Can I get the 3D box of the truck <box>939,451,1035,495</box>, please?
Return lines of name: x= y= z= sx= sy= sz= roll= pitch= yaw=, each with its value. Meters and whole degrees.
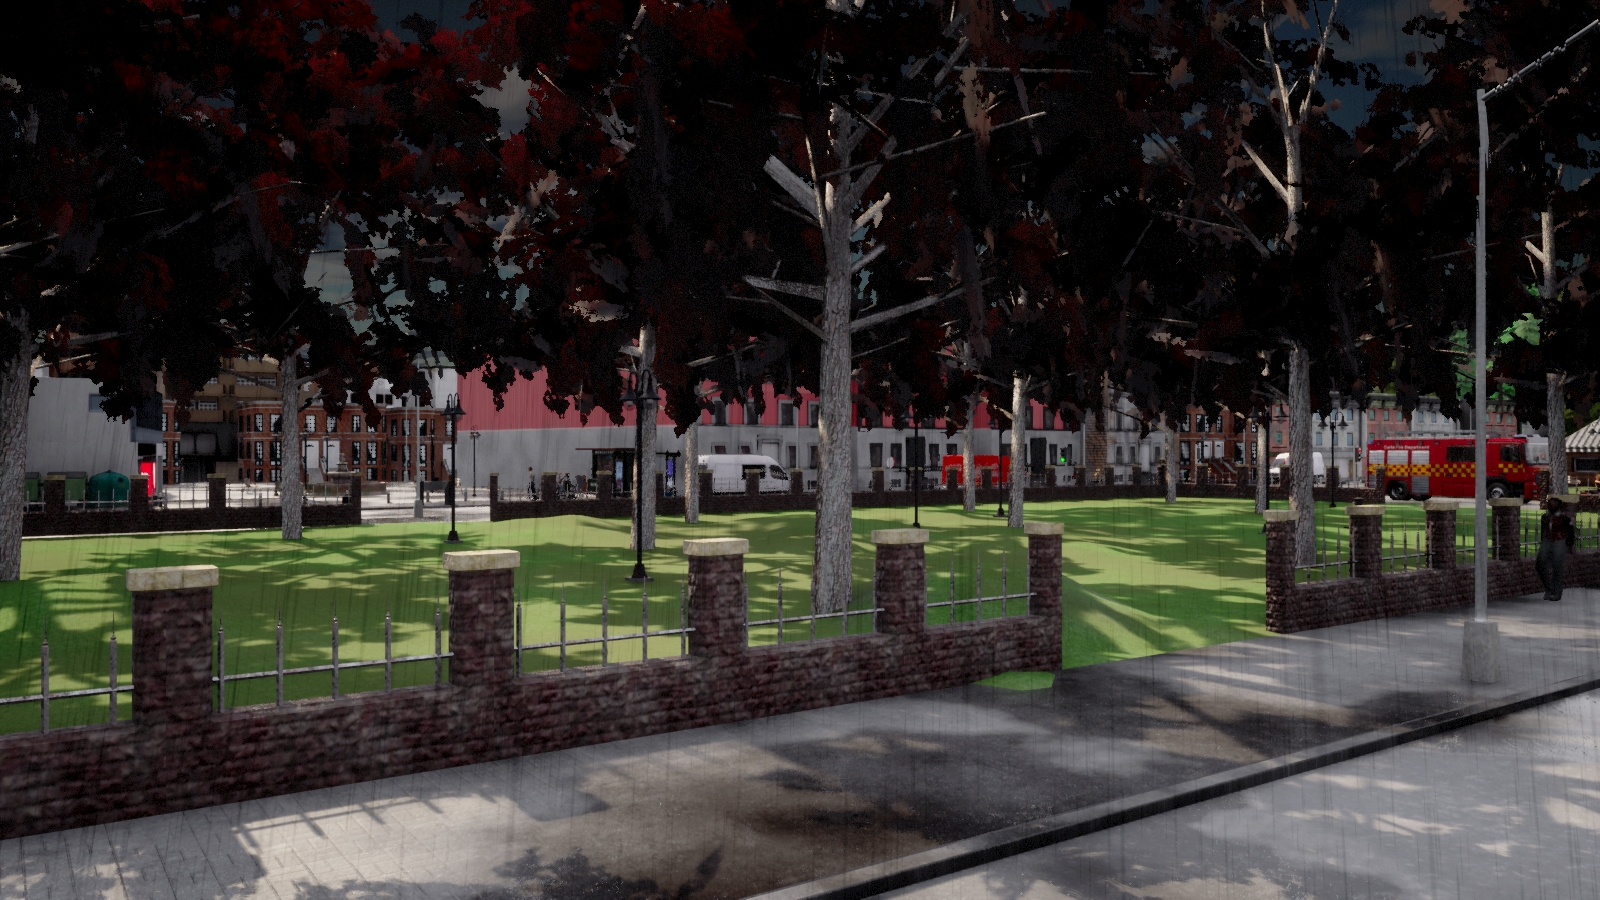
truck: x=11.055 y=1.320 z=67.443 sx=5.204 sy=2.467 sz=2.627 roll=1 pitch=0 yaw=-35

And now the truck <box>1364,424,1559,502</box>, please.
truck: x=34.631 y=0.645 z=60.204 sx=2.891 sy=3.827 sz=8.468 roll=0 pitch=0 yaw=-34

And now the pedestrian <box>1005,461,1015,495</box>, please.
pedestrian: x=11.386 y=1.507 z=61.878 sx=0.375 sy=1.860 sz=0.375 roll=0 pitch=0 yaw=-39

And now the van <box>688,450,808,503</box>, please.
van: x=-2.592 y=1.302 z=57.895 sx=5.915 sy=2.561 sz=1.988 roll=0 pitch=0 yaw=-35

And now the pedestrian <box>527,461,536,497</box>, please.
pedestrian: x=-13.944 y=1.515 z=59.259 sx=0.375 sy=1.860 sz=0.375 roll=0 pitch=0 yaw=-24

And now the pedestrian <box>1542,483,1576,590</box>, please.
pedestrian: x=13.439 y=1.515 z=20.238 sx=0.375 sy=1.860 sz=0.375 roll=0 pitch=0 yaw=-29

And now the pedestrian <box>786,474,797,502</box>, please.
pedestrian: x=-0.414 y=1.792 z=53.539 sx=0.375 sy=1.300 sz=0.375 roll=0 pitch=0 yaw=-35
